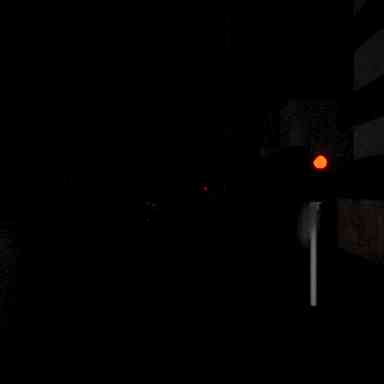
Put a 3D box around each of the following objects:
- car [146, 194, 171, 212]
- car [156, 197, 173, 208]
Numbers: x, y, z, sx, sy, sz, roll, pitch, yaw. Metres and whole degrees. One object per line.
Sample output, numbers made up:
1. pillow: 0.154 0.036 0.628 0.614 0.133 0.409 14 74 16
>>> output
1. car: -4.138 1.221 39.674 2.150 2.045 5.566 0 0 0
2. car: -4.120 1.547 50.318 2.033 1.411 5.357 0 0 1
